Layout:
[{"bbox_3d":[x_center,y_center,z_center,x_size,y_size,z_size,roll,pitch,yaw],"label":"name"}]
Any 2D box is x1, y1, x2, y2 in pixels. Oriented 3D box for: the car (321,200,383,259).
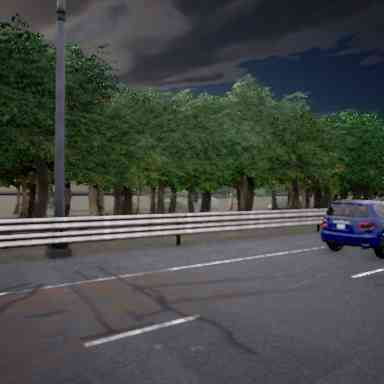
[{"bbox_3d":[7.542,1.347,13.406,5.566,2.045,2.150,0,0,-34],"label":"car"}]
